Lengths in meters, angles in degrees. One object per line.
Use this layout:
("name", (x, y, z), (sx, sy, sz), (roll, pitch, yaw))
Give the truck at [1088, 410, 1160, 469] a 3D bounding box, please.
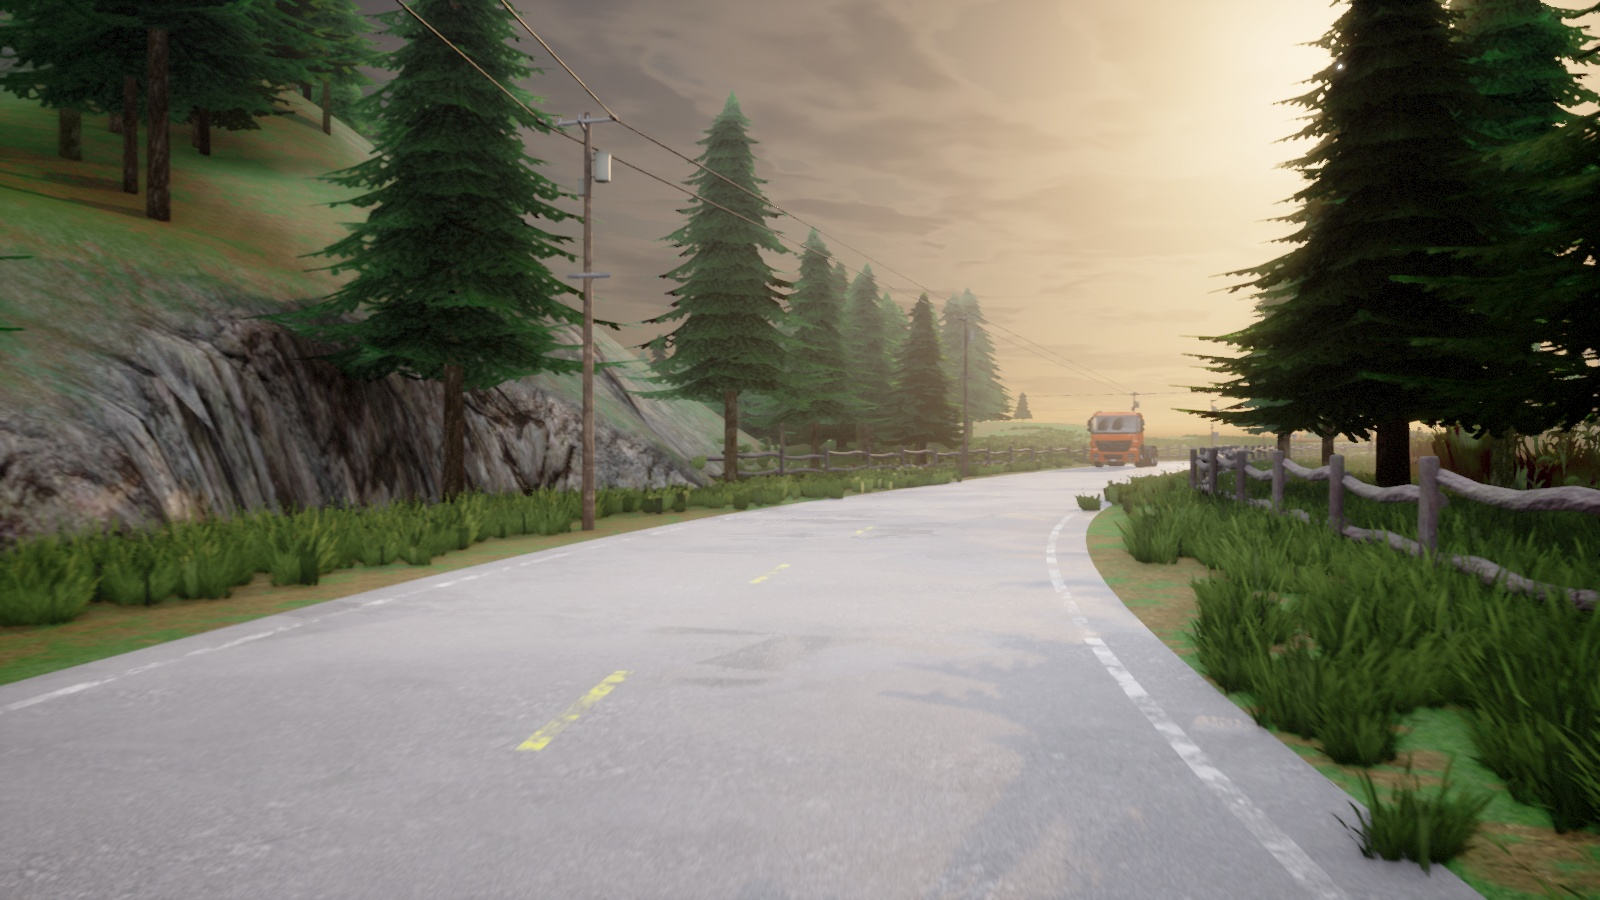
("truck", (20.054, -0.648, 77.444), (2.891, 3.462, 7.936), (0, 0, 25))
